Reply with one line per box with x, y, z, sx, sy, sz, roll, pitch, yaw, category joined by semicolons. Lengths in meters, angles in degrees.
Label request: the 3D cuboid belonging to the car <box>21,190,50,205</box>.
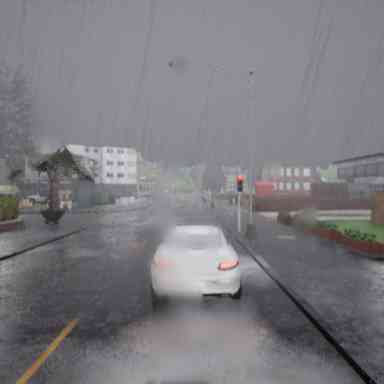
-19.838;0.720;42.808;1.905;1.878;3.866;0;0;35;car

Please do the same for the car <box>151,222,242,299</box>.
0.082;1.474;8.167;1.812;1.442;4.674;0;0;0;car
